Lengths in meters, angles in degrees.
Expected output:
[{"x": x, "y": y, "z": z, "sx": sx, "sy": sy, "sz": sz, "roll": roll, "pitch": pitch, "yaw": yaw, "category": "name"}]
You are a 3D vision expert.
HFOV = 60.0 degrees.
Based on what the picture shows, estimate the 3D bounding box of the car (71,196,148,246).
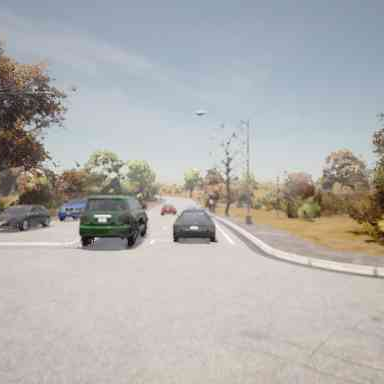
[{"x": -3.401, "y": 1.199, "z": 15.303, "sx": 2.150, "sy": 2.045, "sz": 5.566, "roll": 0, "pitch": -1, "yaw": 0, "category": "car"}]

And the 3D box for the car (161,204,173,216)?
[{"x": -3.503, "y": 2.630, "z": 50.224, "sx": 2.097, "sy": 1.767, "sz": 4.553, "roll": 0, "pitch": -3, "yaw": 0, "category": "car"}]

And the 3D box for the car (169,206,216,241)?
[{"x": 0.099, "y": 1.555, "z": 16.470, "sx": 1.994, "sy": 1.385, "sz": 4.181, "roll": 0, "pitch": -1, "yaw": 0, "category": "car"}]

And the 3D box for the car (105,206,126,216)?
[{"x": -10.549, "y": 2.659, "z": 46.251, "sx": 1.994, "sy": 1.385, "sz": 4.181, "roll": 0, "pitch": -3, "yaw": 1, "category": "car"}]

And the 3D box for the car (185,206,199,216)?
[{"x": -0.003, "y": 2.807, "z": 49.830, "sx": 2.033, "sy": 1.411, "sz": 5.357, "roll": 0, "pitch": -3, "yaw": 0, "category": "car"}]

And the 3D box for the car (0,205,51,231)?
[{"x": -10.589, "y": 1.574, "z": 20.886, "sx": 1.837, "sy": 1.490, "sz": 4.892, "roll": 0, "pitch": -1, "yaw": 0, "category": "car"}]

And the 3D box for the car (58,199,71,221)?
[{"x": -10.592, "y": 1.626, "z": 31.245, "sx": 2.150, "sy": 2.045, "sz": 5.566, "roll": 0, "pitch": -2, "yaw": 0, "category": "car"}]
